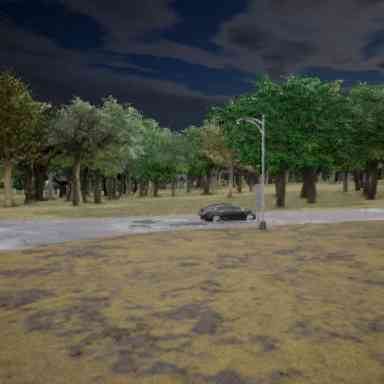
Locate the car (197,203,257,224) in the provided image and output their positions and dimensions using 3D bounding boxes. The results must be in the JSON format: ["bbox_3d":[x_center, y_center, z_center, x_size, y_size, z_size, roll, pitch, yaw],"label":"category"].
[{"bbox_3d":[2.831,1.660,26.383,4.892,1.490,1.837,-1,1,-20],"label":"car"}]
